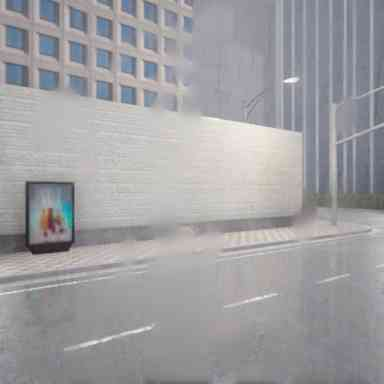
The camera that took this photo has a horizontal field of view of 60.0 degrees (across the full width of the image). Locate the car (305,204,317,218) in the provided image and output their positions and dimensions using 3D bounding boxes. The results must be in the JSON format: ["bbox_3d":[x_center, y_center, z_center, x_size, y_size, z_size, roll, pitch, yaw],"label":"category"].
[{"bbox_3d":[9.053,1.529,30.755,1.882,1.535,5.008,0,0,-36],"label":"car"}]

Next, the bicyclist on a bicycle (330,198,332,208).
[{"bbox_3d":[18.659,1.350,43.935,1.656,1.620,0.582,0,0,-36],"label":"bicyclist on a bicycle"}]

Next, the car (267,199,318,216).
[{"bbox_3d":[10.434,1.543,34.841,2.128,1.511,4.902,0,0,-36],"label":"car"}]
